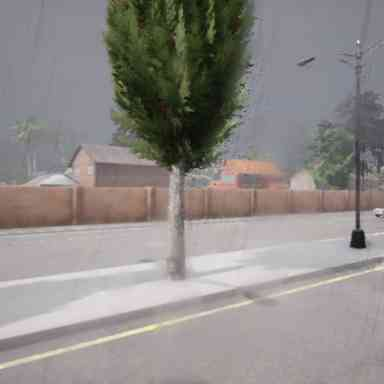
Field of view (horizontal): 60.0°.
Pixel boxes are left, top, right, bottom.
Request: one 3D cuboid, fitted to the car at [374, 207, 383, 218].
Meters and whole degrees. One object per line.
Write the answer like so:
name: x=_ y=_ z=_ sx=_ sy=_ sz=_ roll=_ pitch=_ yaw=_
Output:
car: x=19.513 y=1.848 z=32.030 sx=4.718 sy=1.301 sz=1.895 roll=1 pitch=0 yaw=-35
